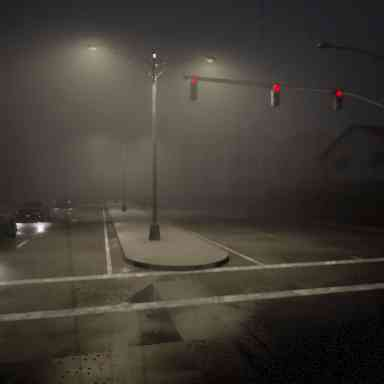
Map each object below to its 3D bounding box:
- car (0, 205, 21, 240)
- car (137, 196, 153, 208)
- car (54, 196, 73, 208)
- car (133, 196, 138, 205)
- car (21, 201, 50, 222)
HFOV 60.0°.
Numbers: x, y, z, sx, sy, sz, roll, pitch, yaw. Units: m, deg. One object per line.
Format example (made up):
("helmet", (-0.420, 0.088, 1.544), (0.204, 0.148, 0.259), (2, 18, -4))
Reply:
("car", (-9.263, 1.351, 14.517), (2.097, 1.767, 4.553), (0, 0, -15))
("car", (-6.391, 1.452, 48.125), (1.837, 1.490, 4.892), (0, 0, -15))
("car", (-17.951, 1.324, 46.645), (2.097, 1.767, 4.553), (0, 0, -15))
("car", (-9.110, 1.465, 58.075), (1.812, 1.442, 4.674), (0, 0, -15))
("car", (-12.482, 1.493, 26.342), (1.837, 1.490, 4.892), (0, 0, -15))
